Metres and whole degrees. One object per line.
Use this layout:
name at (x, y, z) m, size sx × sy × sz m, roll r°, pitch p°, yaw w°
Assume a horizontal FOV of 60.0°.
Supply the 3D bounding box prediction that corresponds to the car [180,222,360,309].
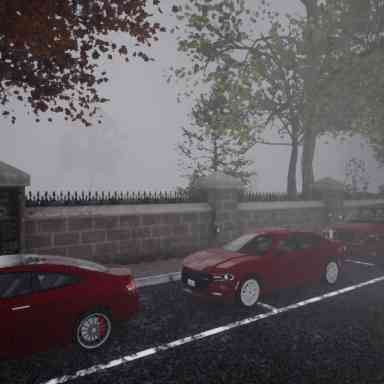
car at (1.811, 1.545, 7.872) m, size 4.507 × 1.381 × 1.887 m, roll 0°, pitch 0°, yaw -36°

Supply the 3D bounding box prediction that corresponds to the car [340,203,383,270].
car at (6.386, 1.316, 11.157) m, size 5.009 × 1.841 × 2.192 m, roll 0°, pitch 0°, yaw -36°

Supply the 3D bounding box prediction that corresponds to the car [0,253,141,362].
car at (-2.763, 1.582, 4.588) m, size 4.206 × 1.307 × 1.802 m, roll 0°, pitch 0°, yaw -36°
